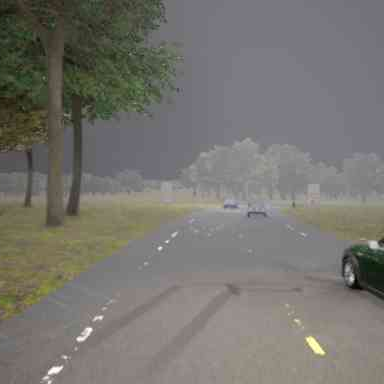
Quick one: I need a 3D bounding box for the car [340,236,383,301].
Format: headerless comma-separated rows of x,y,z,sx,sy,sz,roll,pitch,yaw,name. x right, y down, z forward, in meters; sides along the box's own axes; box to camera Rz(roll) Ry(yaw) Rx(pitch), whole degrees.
4.671,1.405,6.402,2.097,1.767,4.553,1,0,2,car

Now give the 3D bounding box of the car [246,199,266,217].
6.451,1.695,33.392,2.033,1.411,5.357,1,0,10,car

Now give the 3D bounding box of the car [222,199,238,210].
5.444,1.682,46.845,1.882,1.535,5.008,1,0,13,car
